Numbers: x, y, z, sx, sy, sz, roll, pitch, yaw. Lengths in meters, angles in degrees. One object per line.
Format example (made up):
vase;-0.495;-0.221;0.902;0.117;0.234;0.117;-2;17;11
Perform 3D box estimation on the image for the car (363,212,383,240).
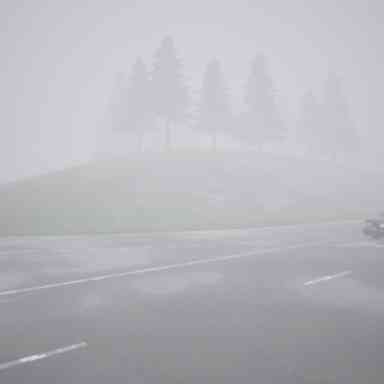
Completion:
car;9.859;1.426;15.079;5.357;1.411;2.033;-1;0;-36
